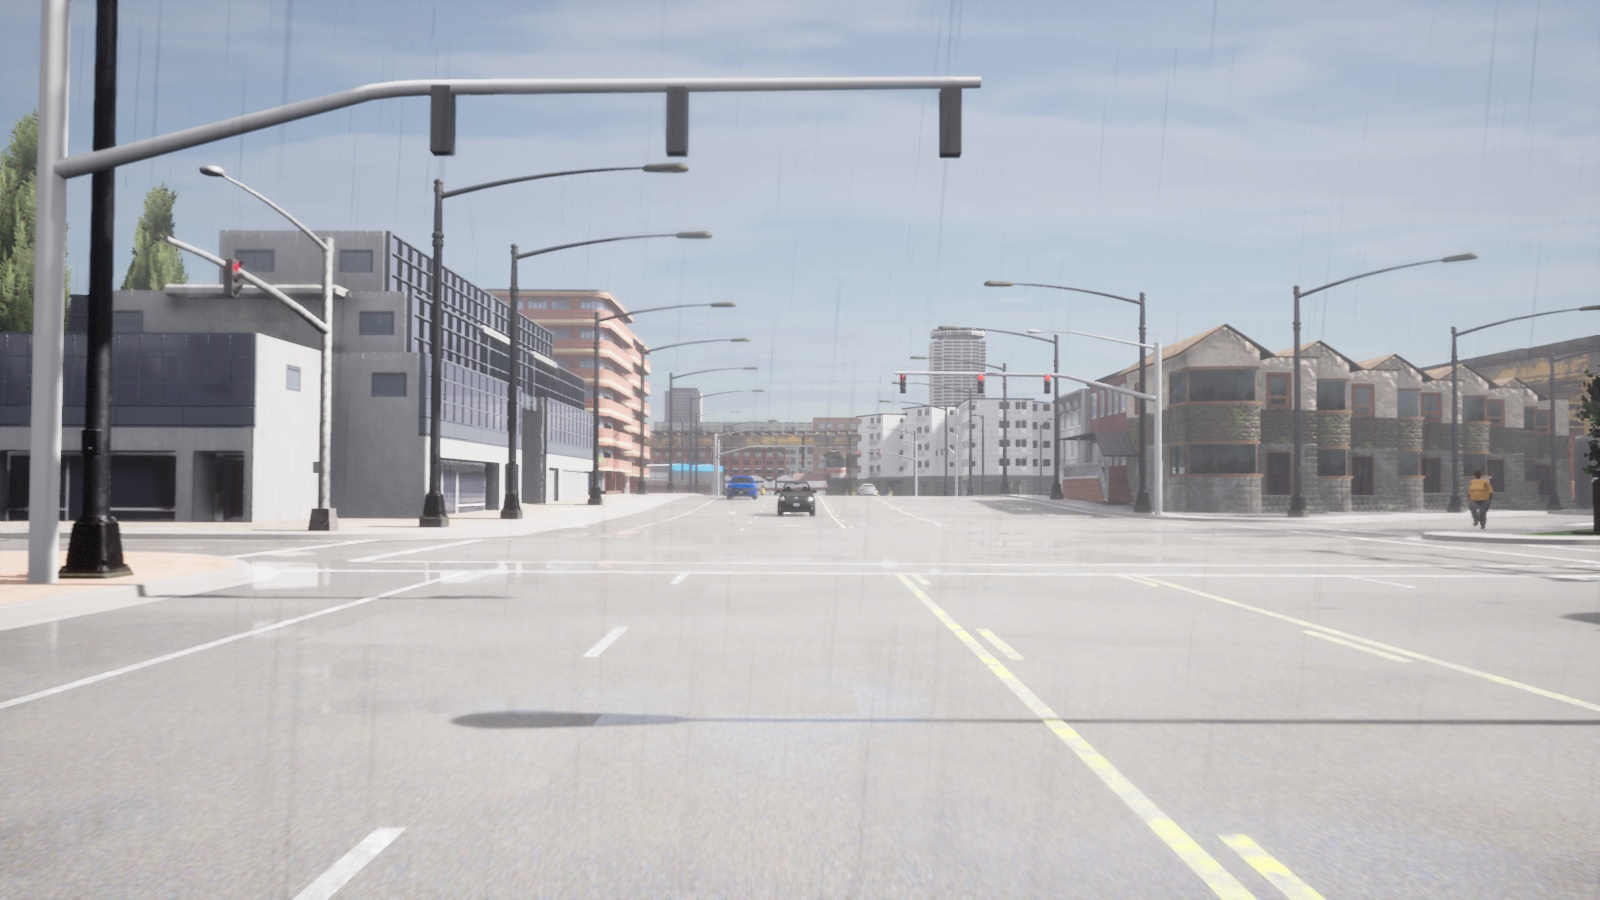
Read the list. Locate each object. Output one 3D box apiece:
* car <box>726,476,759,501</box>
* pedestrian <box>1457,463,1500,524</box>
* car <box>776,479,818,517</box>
[{"bbox_3d":[-3.692,2.455,81.299,1.882,1.535,5.008,0,0,0],"label":"car"},{"bbox_3d":[20.921,1.349,38.729,0.900,1.855,0.874,1,-2,-42],"label":"pedestrian"},{"bbox_3d":[-0.135,2.171,57.645,1.851,1.617,3.988,0,-1,0],"label":"car"}]
